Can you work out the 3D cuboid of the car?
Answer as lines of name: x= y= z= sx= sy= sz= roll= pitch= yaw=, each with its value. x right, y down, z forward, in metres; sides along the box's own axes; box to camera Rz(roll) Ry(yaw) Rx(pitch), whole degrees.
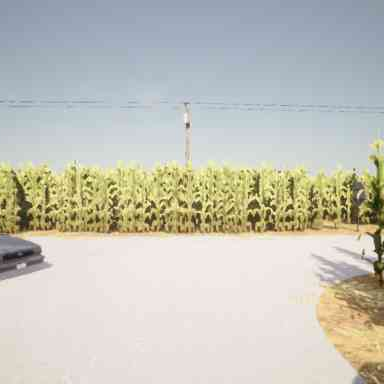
car: x=-6.923 y=1.547 z=9.685 sx=5.357 sy=1.411 sz=2.033 roll=0 pitch=0 yaw=21
